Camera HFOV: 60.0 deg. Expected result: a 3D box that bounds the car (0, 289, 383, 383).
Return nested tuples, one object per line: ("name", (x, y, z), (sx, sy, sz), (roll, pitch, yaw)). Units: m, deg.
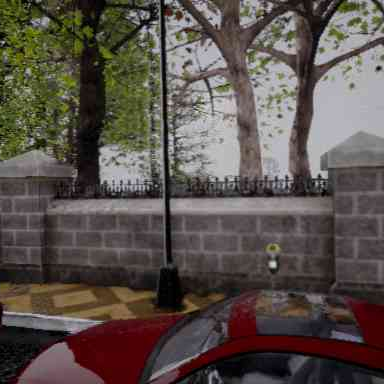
("car", (0.597, 1.497, 2.572), (4.206, 1.307, 1.802), (-1, 1, 15))
